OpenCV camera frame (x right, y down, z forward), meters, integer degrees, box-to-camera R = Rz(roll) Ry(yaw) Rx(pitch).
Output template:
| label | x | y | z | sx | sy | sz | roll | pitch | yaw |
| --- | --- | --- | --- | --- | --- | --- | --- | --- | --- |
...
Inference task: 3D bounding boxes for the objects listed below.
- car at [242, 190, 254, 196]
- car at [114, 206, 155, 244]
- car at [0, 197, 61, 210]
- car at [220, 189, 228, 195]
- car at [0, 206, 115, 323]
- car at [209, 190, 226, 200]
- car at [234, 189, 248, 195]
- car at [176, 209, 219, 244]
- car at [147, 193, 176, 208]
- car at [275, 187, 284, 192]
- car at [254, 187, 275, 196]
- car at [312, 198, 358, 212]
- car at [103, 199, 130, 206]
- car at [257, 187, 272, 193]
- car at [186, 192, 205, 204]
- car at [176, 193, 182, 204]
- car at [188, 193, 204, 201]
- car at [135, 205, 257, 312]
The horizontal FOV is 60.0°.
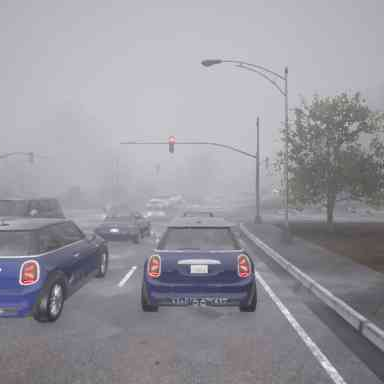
| label | x | y | z | sx | sy | sz | roll | pitch | yaw |
| --- | --- | --- | --- | --- | --- | --- | --- | --- | --- |
| car | 14.130 | 0.204 | 81.901 | 1.812 | 1.442 | 4.674 | 0 | 3 | 33 |
| car | -3.200 | 1.593 | 16.004 | 1.994 | 1.385 | 4.181 | 0 | 0 | 2 |
| car | -6.977 | 1.243 | 13.236 | 2.150 | 2.045 | 5.566 | 0 | 0 | 1 |
| car | 7.470 | 0.118 | 84.425 | 2.097 | 1.767 | 4.553 | 0 | 3 | 30 |
| car | -3.365 | 1.361 | 7.392 | 2.097 | 1.767 | 4.553 | 0 | 0 | 0 |
| car | 5.352 | 0.919 | 73.034 | 1.812 | 1.442 | 4.674 | 0 | 3 | 26 |
| car | 12.753 | 0.077 | 86.342 | 1.895 | 1.301 | 4.718 | 0 | 3 | 33 |
| car | 0.325 | 1.632 | 16.927 | 1.895 | 1.301 | 4.718 | 0 | 0 | 2 |
| car | -4.173 | 1.324 | 43.698 | 2.150 | 2.045 | 5.566 | 0 | 0 | 11 |
| car | 23.399 | -0.601 | 89.366 | 1.882 | 1.535 | 5.008 | 0 | 3 | 38 |
| car | 17.659 | 0.140 | 80.965 | 2.128 | 1.511 | 4.902 | 0 | 3 | 33 |
| car | 16.433 | 1.531 | 38.418 | 4.892 | 1.490 | 1.837 | -1 | 0 | 4 |
| car | -8.652 | 1.577 | 38.158 | 2.128 | 1.511 | 4.902 | 0 | 0 | 9 |
| car | 19.799 | -0.524 | 90.386 | 2.128 | 1.511 | 4.902 | 0 | 3 | 38 |
| car | 0.815 | 1.110 | 62.063 | 2.150 | 2.045 | 5.566 | 0 | 2 | 20 |
| car | -3.661 | 1.204 | 59.806 | 2.150 | 2.045 | 5.566 | 0 | 1 | 19 |
| car | 0.922 | 1.097 | 71.736 | 1.994 | 1.385 | 4.181 | 0 | 3 | 23 |
| car | 0.139 | 1.361 | 7.896 | 2.097 | 1.767 | 4.553 | 0 | 0 | 0 |
